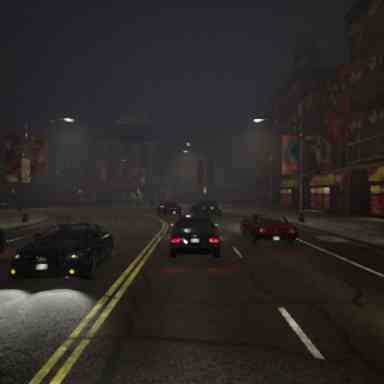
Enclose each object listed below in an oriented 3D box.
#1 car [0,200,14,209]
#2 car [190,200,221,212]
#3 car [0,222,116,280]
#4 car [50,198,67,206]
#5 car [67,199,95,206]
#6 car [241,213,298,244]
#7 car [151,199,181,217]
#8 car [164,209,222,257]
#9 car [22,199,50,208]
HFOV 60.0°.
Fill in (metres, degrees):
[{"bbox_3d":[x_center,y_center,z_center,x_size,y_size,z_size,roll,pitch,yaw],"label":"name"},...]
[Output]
[{"bbox_3d":[-29.780,1.909,51.307,4.718,1.301,1.895,0,0,22],"label":"car"},{"bbox_3d":[1.263,1.551,33.168,2.097,1.767,4.553,0,0,-16],"label":"car"},{"bbox_3d":[-3.638,1.625,10.032,1.994,1.385,4.181,0,0,0],"label":"car"},{"bbox_3d":[-25.771,1.907,64.293,4.674,1.452,2.002,0,0,20],"label":"car"},{"bbox_3d":[-20.467,1.968,62.123,4.718,1.301,1.895,0,0,30],"label":"car"},{"bbox_3d":[3.591,1.700,16.396,1.895,1.301,4.718,0,0,0],"label":"car"},{"bbox_3d":[-2.440,1.706,33.463,1.837,1.490,4.892,1,-1,-19],"label":"car"},{"bbox_3d":[0.097,1.628,13.234,2.033,1.411,5.357,0,0,0],"label":"car"},{"bbox_3d":[-25.507,1.846,53.178,4.674,1.442,1.812,0,-1,27],"label":"car"}]
